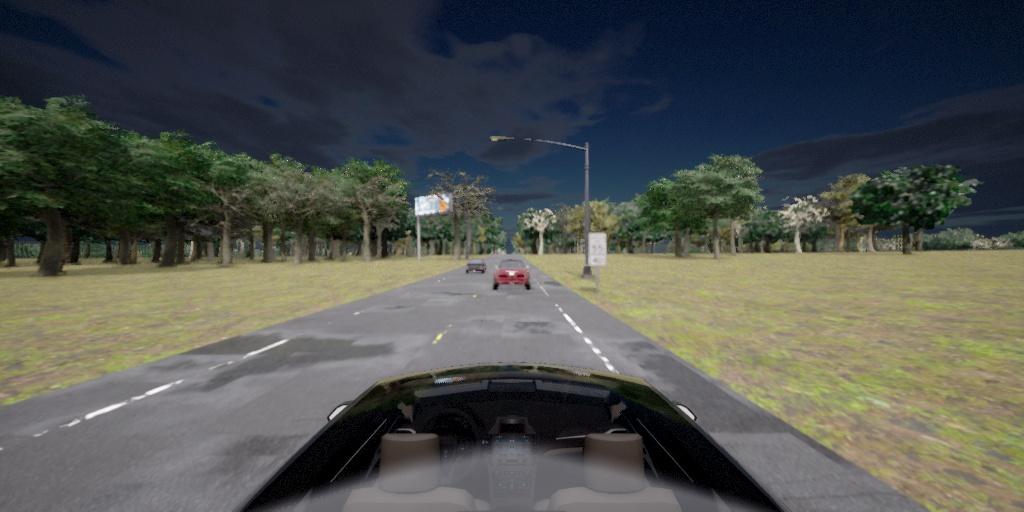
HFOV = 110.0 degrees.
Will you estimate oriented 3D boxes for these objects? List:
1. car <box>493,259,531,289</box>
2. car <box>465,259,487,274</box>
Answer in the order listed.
[{"bbox_3d":[0.008,0.957,21.711,2.097,1.767,4.553,0,1,1],"label":"car"},{"bbox_3d":[-3.535,0.971,36.209,2.033,1.411,5.357,0,1,0],"label":"car"}]
